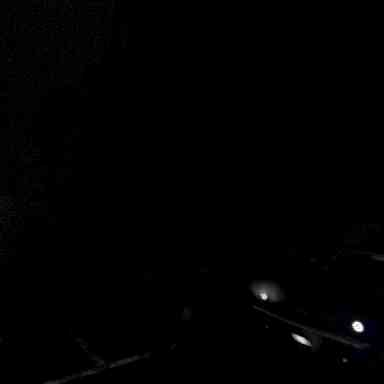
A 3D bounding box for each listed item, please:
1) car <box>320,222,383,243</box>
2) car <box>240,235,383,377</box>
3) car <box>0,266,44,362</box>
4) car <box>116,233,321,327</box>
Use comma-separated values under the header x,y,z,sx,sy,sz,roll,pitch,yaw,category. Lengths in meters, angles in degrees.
x,y,z,sx,sy,sz,roll,pitch,yaw,category
5.176,1.668,10.450,4.507,1.381,1.887,1,0,-35,car
3.249,1.672,5.696,4.718,1.301,1.895,1,0,-35,car
-4.059,1.551,3.861,4.313,1.339,1.947,1,0,-36,car
0.558,1.620,7.155,4.313,1.339,1.947,1,0,-36,car
